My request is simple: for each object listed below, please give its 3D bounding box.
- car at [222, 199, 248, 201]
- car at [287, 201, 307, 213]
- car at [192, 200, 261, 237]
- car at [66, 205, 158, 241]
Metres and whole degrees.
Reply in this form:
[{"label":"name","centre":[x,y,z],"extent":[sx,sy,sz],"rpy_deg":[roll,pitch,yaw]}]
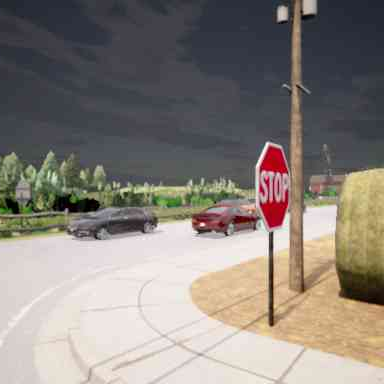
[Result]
[{"label":"car","centre":[2.958,1.310,25.311],"extent":[2.097,1.767,4.553],"rpy_deg":[0,0,38]},{"label":"car","centre":[10.424,1.458,34.755],"extent":[1.837,1.490,4.892],"rpy_deg":[0,2,38]},{"label":"car","centre":[2.010,1.438,18.048],"extent":[1.882,1.535,5.008],"rpy_deg":[0,0,37]},{"label":"car","centre":[-3.841,1.465,16.696],"extent":[1.837,1.490,4.892],"rpy_deg":[0,0,38]}]
